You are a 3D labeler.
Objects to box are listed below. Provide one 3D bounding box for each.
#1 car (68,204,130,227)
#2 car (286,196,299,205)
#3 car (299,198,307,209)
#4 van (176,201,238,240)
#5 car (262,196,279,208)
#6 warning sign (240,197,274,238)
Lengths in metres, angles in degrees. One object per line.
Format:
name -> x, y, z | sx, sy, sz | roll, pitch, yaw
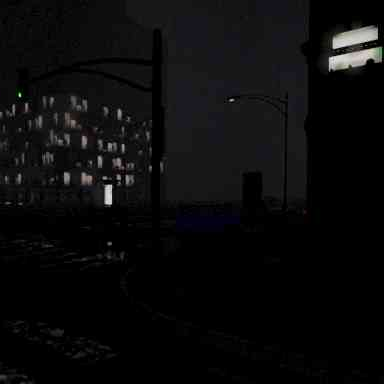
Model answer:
car -> -5.955, 1.467, 21.852 | 1.947, 1.339, 4.313 | 1, 1, 35
car -> 16.399, 1.364, 53.269 | 1.752, 1.417, 4.829 | 1, 1, 35
car -> 15.639, 1.442, 42.313 | 1.837, 1.490, 4.892 | 1, 1, 36
van -> 0.875, 1.368, 16.991 | 1.690, 1.788, 3.998 | 1, 1, 35
car -> 10.083, 1.293, 44.390 | 1.967, 1.590, 4.097 | 1, 1, 35
warning sign -> 3.157, 1.177, 16.097 | 1.300, 1.860, 1.060 | 1, 1, 35
